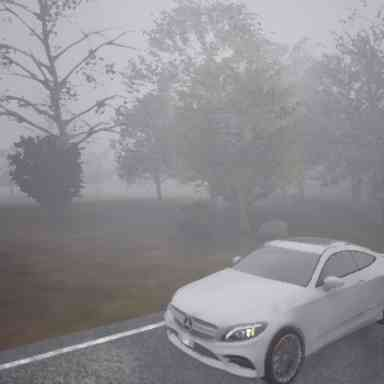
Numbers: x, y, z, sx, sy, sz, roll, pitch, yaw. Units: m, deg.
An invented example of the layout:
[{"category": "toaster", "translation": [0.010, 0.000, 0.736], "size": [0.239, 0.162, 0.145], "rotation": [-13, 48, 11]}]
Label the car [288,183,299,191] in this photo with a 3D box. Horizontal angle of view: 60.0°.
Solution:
[{"category": "car", "translation": [21.968, -1.379, 70.331], "size": [2.150, 2.045, 5.566], "rotation": [-2, 4, 35]}]

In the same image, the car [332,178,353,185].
[{"category": "car", "translation": [35.871, -2.472, 79.308], "size": [4.181, 1.385, 1.994], "rotation": [-4, 3, -11]}]

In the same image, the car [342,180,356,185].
[{"category": "car", "translation": [36.209, -2.341, 76.077], "size": [4.181, 1.385, 1.994], "rotation": [-4, 3, -11]}]

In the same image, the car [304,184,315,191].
[{"category": "car", "translation": [23.160, -0.907, 65.816], "size": [1.994, 1.385, 4.181], "rotation": [-3, 3, 26]}]

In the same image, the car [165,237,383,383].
[{"category": "car", "translation": [1.777, 1.527, 5.471], "size": [4.674, 1.442, 1.812], "rotation": [0, 0, -37]}]
